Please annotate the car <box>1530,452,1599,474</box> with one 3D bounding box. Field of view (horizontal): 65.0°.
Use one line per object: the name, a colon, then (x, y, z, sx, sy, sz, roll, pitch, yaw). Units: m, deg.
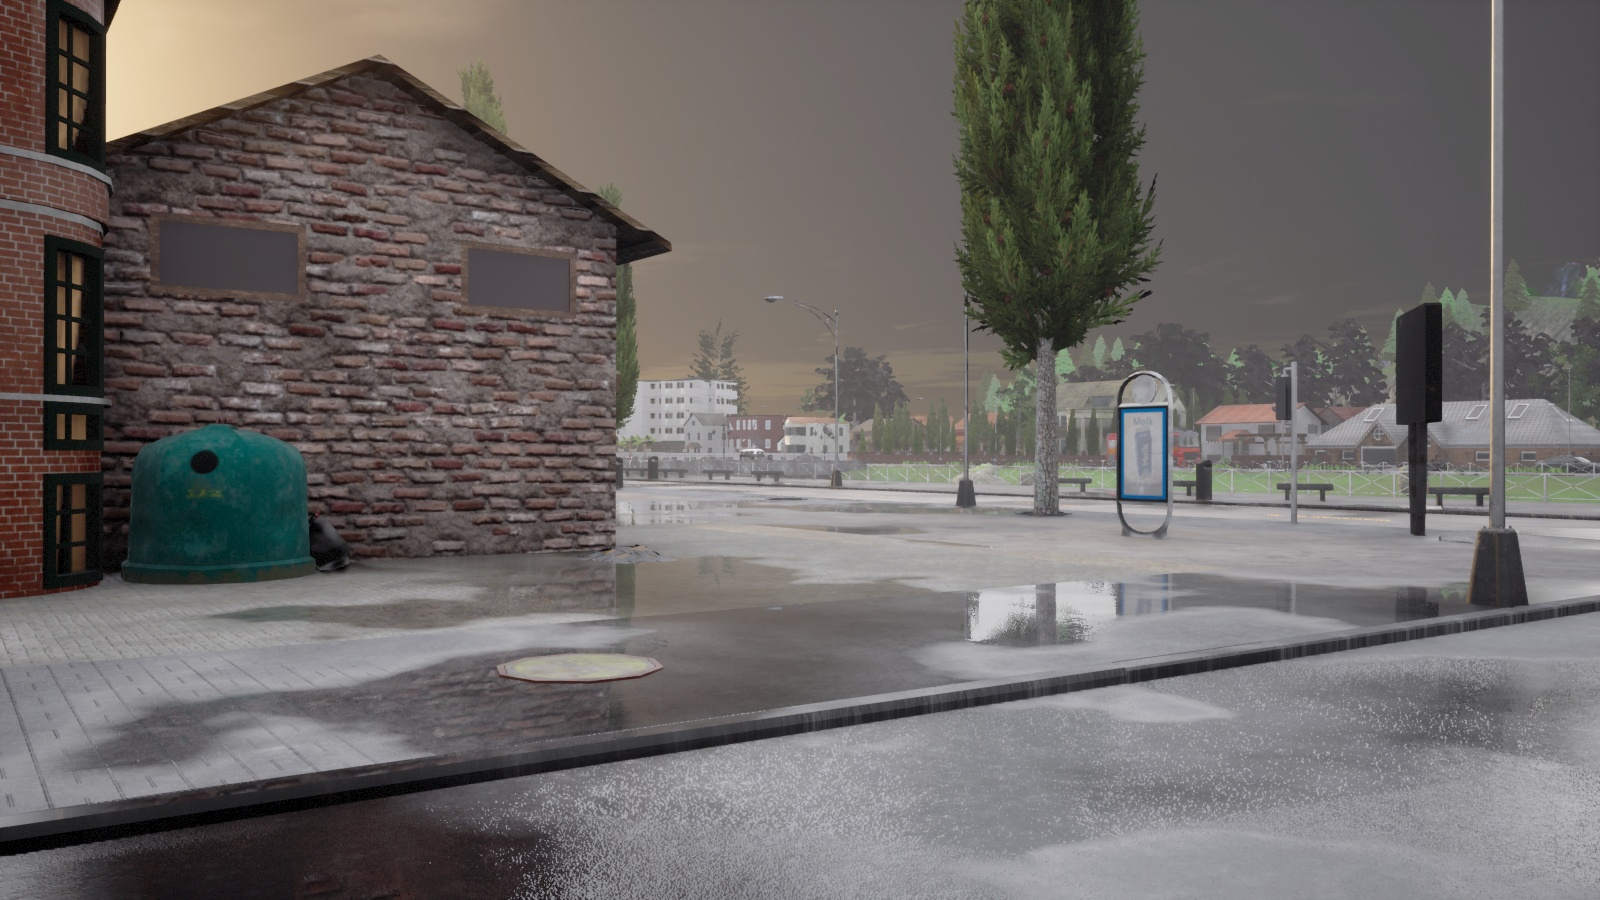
car: (51.820, 0.867, 84.192, 1.812, 1.442, 4.674, 0, 0, -35)
